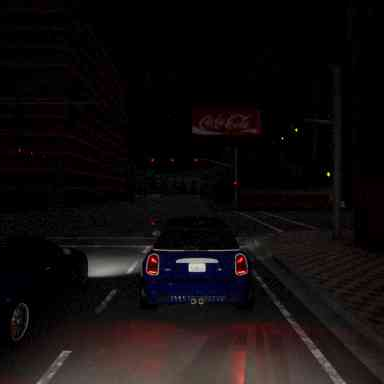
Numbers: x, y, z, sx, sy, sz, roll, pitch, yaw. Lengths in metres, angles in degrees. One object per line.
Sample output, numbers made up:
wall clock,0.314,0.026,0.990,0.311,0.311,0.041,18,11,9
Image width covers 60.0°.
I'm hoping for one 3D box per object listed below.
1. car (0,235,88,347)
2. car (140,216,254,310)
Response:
car,-3.420,1.526,6.181,1.812,1.442,4.674,0,0,0
car,0.085,1.352,7.977,2.097,1.767,4.553,0,0,0
